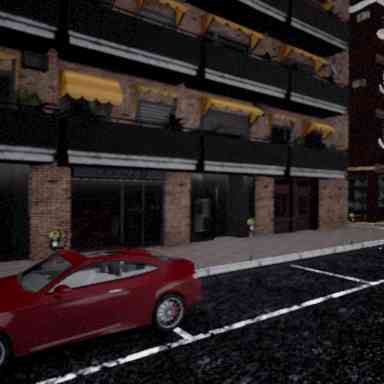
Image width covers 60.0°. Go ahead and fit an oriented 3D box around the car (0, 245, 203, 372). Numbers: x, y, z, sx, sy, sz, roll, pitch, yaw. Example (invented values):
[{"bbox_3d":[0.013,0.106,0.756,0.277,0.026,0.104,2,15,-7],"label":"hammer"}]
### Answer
[{"bbox_3d":[-1.752,1.575,5.306,4.206,1.307,1.802,0,0,-35],"label":"car"}]
